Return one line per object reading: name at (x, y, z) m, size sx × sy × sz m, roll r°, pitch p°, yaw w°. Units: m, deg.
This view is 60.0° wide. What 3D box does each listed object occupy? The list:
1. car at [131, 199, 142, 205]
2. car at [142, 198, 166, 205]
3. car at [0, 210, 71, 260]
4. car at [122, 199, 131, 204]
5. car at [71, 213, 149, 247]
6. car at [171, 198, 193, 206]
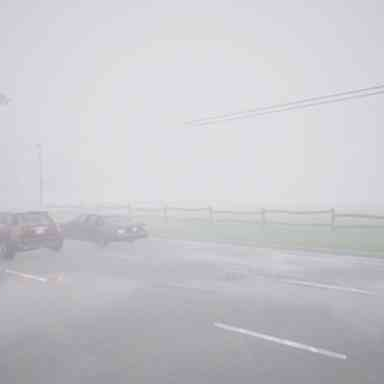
car at (-10.317, 2.080, 71.129) m, size 1.994 × 1.385 × 4.181 m, roll -1°, pitch 0°, yaw 36°
car at (-7.493, 1.968, 69.062) m, size 1.882 × 1.535 × 5.008 m, roll -1°, pitch 0°, yaw 36°
car at (-7.251, 1.495, 13.365) m, size 4.553 × 1.767 × 2.097 m, roll -1°, pitch -1°, yaw 36°
car at (-13.160, 2.160, 73.169) m, size 1.895 × 1.301 × 4.718 m, roll -1°, pitch 0°, yaw 36°
car at (-4.476, 1.682, 15.672) m, size 5.357 × 1.411 × 2.033 m, roll -1°, pitch 0°, yaw 36°
car at (-1.798, 1.964, 65.033) m, size 2.033 × 1.411 × 5.357 m, roll -1°, pitch 0°, yaw 37°
